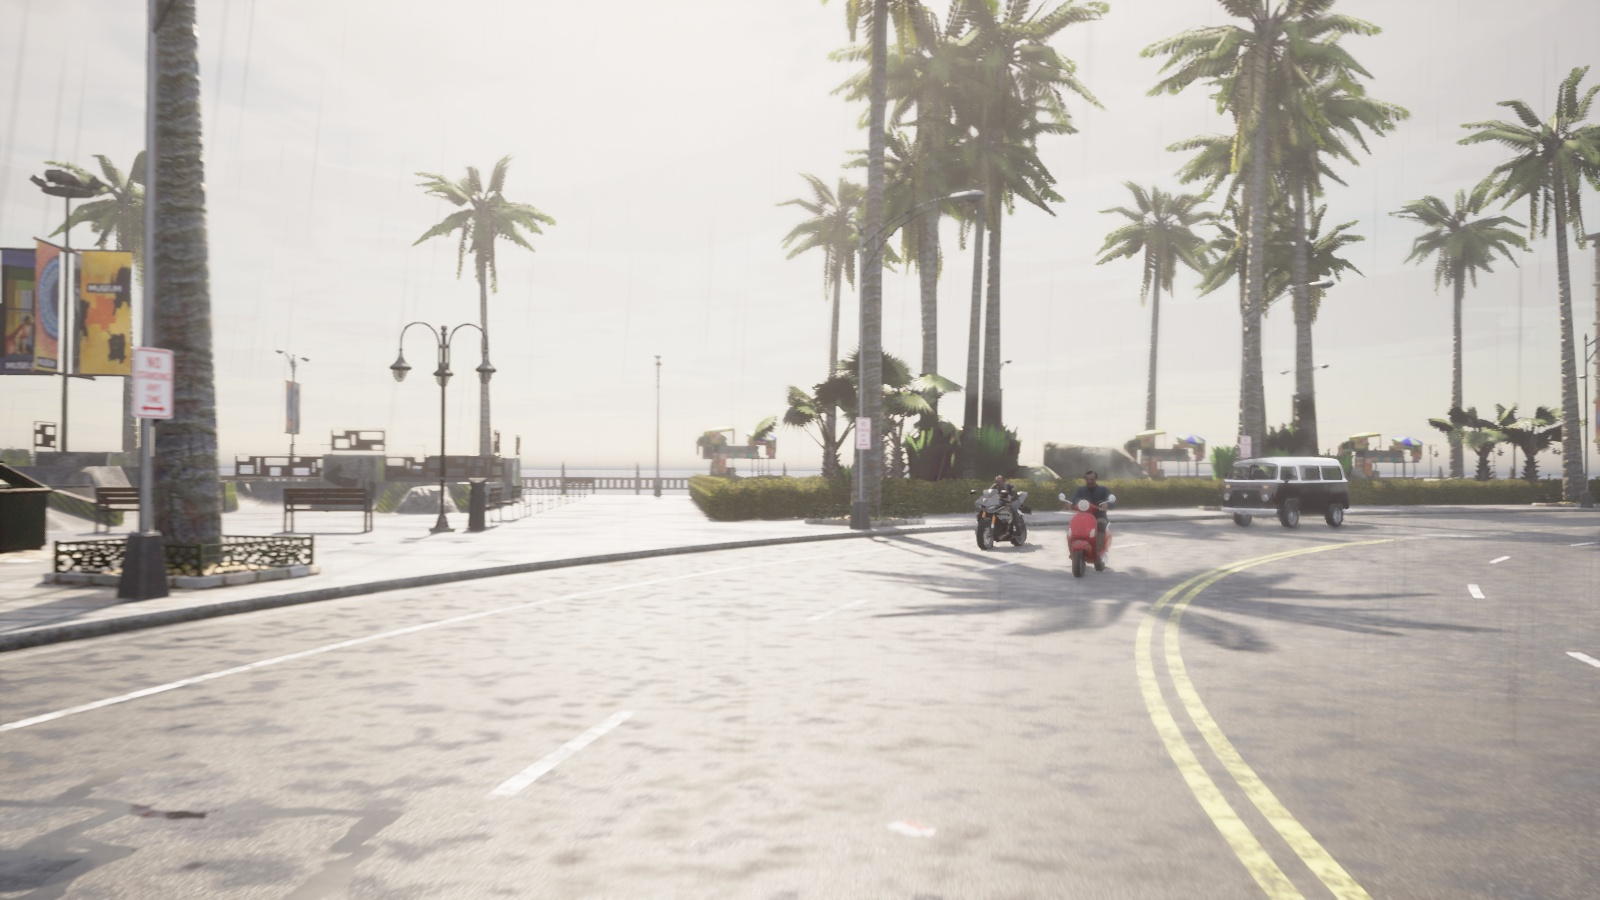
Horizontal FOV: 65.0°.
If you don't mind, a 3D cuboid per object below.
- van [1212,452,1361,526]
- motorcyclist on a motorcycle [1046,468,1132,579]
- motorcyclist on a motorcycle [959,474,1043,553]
[{"bbox_3d":[14.347,1.114,36.940,4.480,2.038,2.069,1,-1,-38],"label":"van"},{"bbox_3d":[4.425,1.075,19.119,0.866,1.590,1.817,0,-1,27],"label":"motorcyclist on a motorcycle"},{"bbox_3d":[4.162,1.270,25.831,0.866,1.530,2.191,-1,-1,34],"label":"motorcyclist on a motorcycle"}]
